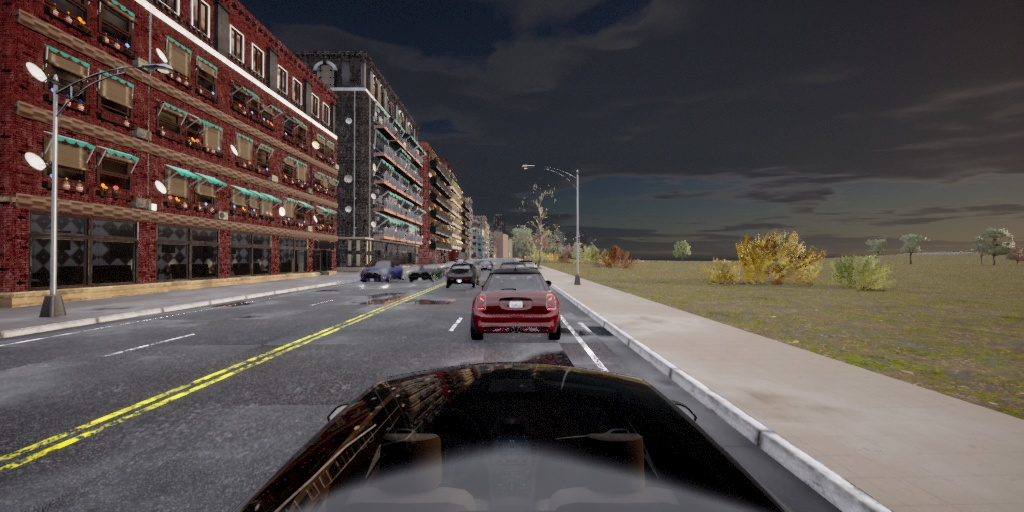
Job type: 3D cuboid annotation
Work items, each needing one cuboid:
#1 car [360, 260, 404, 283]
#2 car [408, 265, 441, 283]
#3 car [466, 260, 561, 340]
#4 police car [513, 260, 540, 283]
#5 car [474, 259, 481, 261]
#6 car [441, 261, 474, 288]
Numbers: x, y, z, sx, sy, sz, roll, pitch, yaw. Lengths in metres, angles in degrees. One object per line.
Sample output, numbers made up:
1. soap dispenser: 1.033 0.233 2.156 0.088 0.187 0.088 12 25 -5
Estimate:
1. car: -9.889 1.105 27.557 2.097 1.767 4.553 0 0 0
2. car: -6.638 1.354 28.039 1.895 1.301 4.718 0 0 0
3. car: 0.080 1.103 10.112 2.097 1.767 4.553 0 0 0
4. police car: 1.096 1.179 29.380 1.930 1.638 5.238 0 0 0
5. car: -3.213 1.299 45.086 2.033 1.411 5.357 0 0 0
6. car: -3.184 1.257 24.059 1.837 1.490 4.892 0 0 0
